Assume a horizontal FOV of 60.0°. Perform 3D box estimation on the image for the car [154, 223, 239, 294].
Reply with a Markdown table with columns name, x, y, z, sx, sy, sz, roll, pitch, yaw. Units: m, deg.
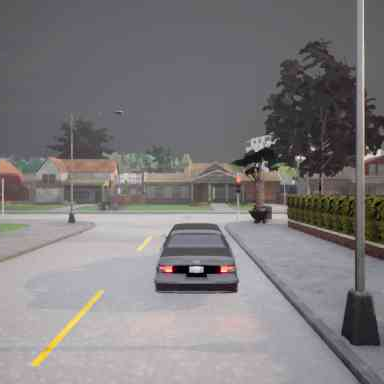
| name | x | y | z | sx | sy | sz | roll | pitch | yaw |
| --- | --- | --- | --- | --- | --- | --- | --- | --- | --- |
| car | 0.099 | 1.547 | 8.949 | 2.033 | 1.411 | 5.357 | 0 | 0 | 0 |
